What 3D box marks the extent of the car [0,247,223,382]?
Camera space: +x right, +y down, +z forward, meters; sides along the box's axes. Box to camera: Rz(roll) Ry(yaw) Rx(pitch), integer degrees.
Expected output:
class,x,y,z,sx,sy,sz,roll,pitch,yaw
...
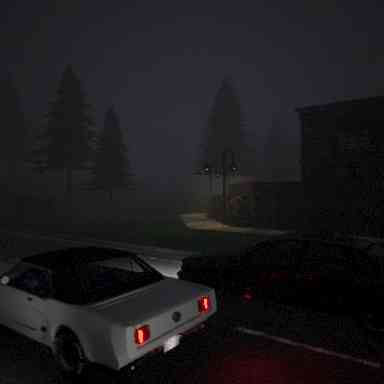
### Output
class,x,y,z,sx,sy,sz,roll,pitch,yaw
car,-2.053,1.600,5.455,4.718,1.301,1.895,0,0,36

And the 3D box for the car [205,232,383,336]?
class,x,y,z,sx,sy,sz,roll,pitch,yaw
car,2.281,1.547,6.661,5.357,1.411,2.033,0,0,36
